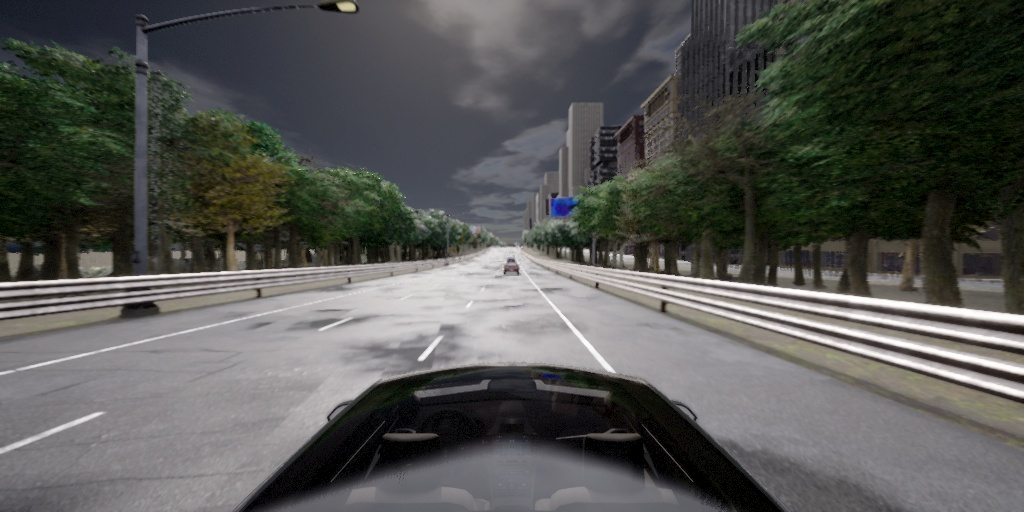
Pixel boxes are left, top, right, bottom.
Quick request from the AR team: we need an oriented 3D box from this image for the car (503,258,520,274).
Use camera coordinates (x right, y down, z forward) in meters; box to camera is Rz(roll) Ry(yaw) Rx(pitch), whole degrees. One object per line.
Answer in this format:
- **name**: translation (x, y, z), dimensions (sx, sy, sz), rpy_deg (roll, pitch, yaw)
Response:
- **car**: translation (-0.056, 1.357, 43.052), dimensions (1.812, 1.442, 4.674), rpy_deg (0, 1, 0)
